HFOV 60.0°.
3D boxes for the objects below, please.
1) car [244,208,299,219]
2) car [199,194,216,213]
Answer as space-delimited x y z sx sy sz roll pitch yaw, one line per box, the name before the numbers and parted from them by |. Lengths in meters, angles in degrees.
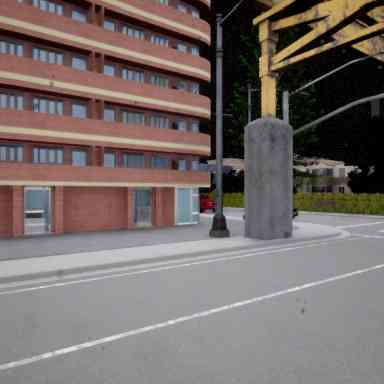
car | 6.762 1.601 28.508 1.895 1.301 4.718 0 0 -35
car | 0.767 1.221 36.960 2.150 2.045 5.566 0 0 -36
